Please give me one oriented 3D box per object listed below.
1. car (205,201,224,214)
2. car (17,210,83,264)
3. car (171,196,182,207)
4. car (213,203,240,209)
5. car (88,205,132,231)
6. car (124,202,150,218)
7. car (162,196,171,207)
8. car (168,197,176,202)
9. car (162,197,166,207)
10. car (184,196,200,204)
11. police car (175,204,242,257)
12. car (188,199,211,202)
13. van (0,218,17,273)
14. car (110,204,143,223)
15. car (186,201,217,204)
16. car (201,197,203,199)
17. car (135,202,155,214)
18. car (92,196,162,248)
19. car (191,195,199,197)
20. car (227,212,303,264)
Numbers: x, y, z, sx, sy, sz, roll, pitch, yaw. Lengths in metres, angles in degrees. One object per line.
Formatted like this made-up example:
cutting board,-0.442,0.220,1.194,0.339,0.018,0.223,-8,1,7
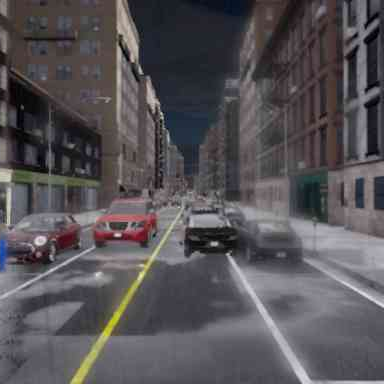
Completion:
car,2.575,1.825,39.022,1.947,1.339,4.313,0,0,0
car,-5.407,1.521,11.957,1.967,1.590,4.097,0,0,0
car,-2.848,1.961,61.074,2.033,1.411,5.357,0,0,0
car,2.601,1.703,22.785,2.008,1.369,4.403,0,0,0
car,-5.424,1.676,22.611,1.752,1.417,4.829,0,0,0
car,-5.441,1.748,33.436,1.752,1.417,4.829,0,0,0
car,-5.485,1.705,60.671,2.192,1.841,5.009,0,0,0
car,-5.536,2.124,92.587,1.887,1.381,4.507,0,0,0
car,-5.468,1.876,49.845,2.008,1.369,4.403,0,0,0
car,-0.078,1.829,49.486,1.837,1.490,4.892,0,0,0
police car,0.501,1.516,13.519,1.930,1.638,5.238,0,0,-6
car,0.778,1.675,29.486,1.882,1.535,5.008,0,0,0
van,-5.398,1.386,6.545,1.690,1.788,3.998,0,0,0
car,-5.433,1.754,28.193,1.947,1.339,4.313,0,0,0
car,0.678,1.662,23.486,1.837,1.490,4.892,0,0,0
car,2.557,1.852,50.018,1.752,1.417,4.829,0,0,0
car,-5.450,1.841,39.019,1.802,1.307,4.206,0,0,0
car,-2.875,1.327,15.613,2.150,2.045,5.566,0,0,0
car,-0.103,1.888,64.028,1.882,1.535,5.008,0,0,0
car,2.618,1.632,11.960,2.008,1.369,4.403,0,0,0
